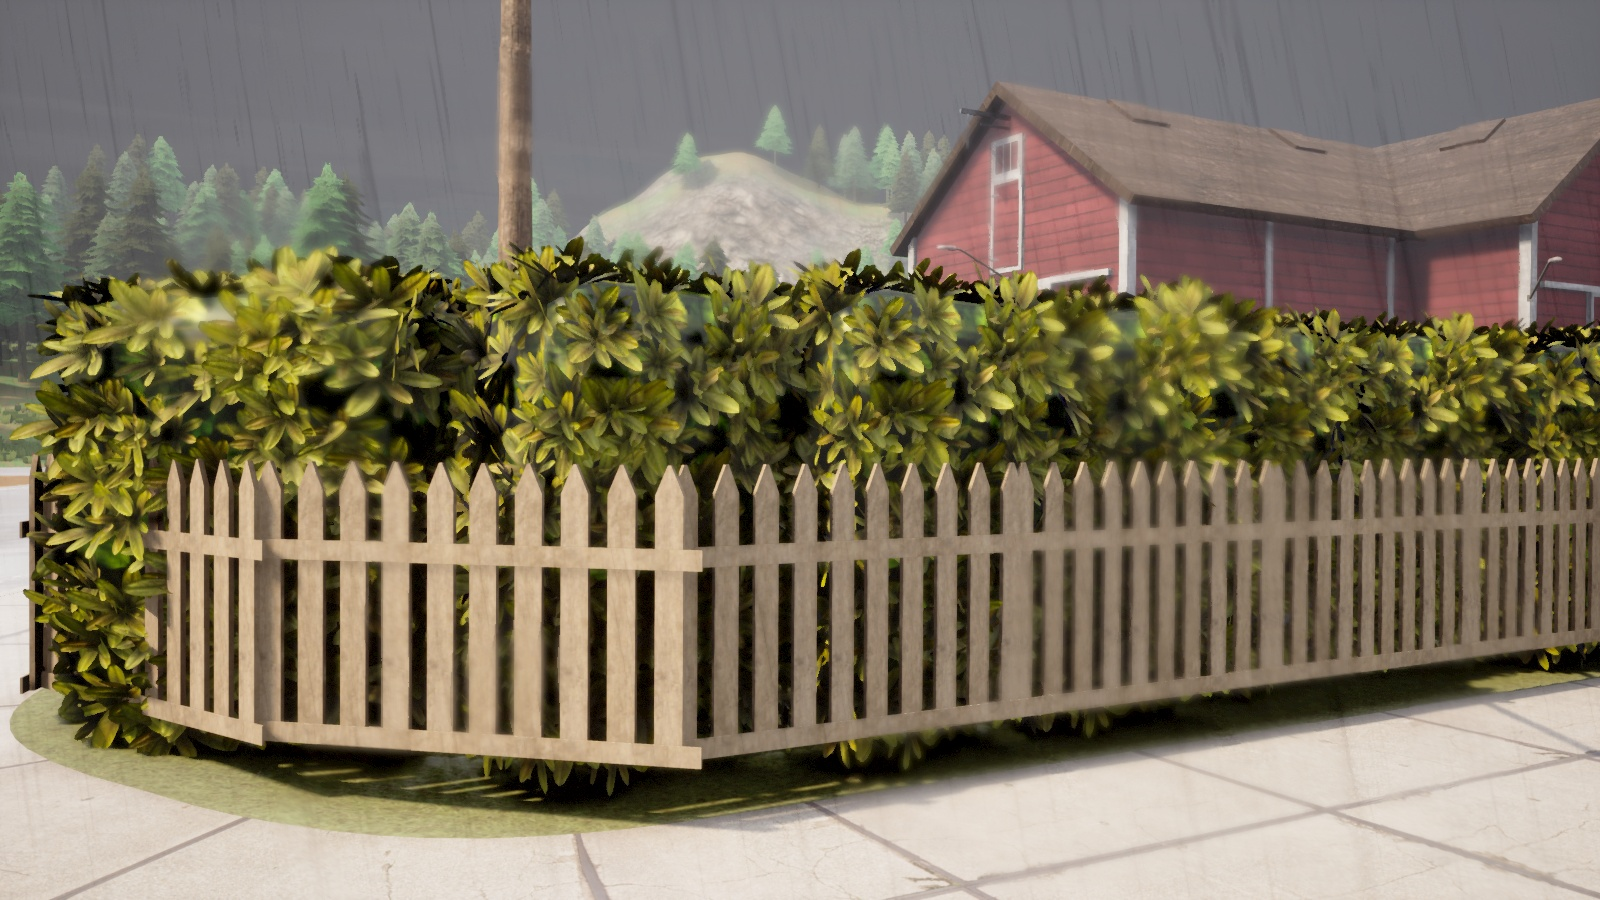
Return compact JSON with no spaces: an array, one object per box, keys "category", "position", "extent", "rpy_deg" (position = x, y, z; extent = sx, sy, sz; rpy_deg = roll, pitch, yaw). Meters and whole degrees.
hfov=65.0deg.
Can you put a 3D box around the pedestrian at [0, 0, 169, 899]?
[{"category":"pedestrian","position":[-0.938,0.594,0.746],"extent":[0.900,1.855,0.874],"rpy_deg":[-1,1,-35]}]
